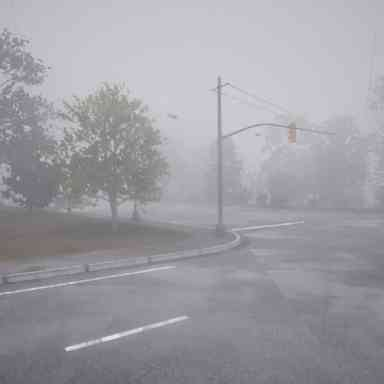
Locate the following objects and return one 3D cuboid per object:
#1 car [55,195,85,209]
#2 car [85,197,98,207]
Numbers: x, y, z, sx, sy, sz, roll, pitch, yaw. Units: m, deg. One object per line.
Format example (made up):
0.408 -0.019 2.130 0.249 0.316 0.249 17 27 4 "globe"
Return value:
-17.258 1.171 45.897 2.150 2.045 5.566 -1 0 -39 "car"
-15.916 1.464 49.845 2.033 1.411 5.357 -1 0 -38 "car"
